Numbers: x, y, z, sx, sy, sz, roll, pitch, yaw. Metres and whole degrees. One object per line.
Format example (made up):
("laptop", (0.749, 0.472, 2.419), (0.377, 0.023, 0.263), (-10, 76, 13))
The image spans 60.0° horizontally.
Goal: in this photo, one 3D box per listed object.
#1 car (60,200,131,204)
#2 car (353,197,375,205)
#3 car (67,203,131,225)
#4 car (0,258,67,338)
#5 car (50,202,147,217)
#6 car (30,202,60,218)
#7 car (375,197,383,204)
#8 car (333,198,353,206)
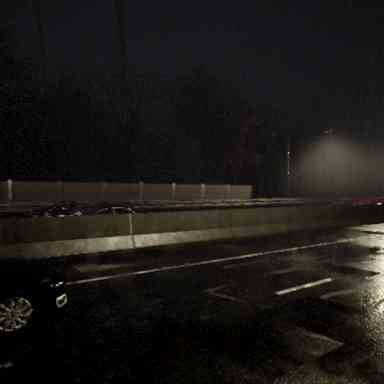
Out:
("car", (-5.706, 1.356, 21.411), (4.553, 1.767, 2.097), (0, 0, -35))
("car", (26.031, 1.514, 48.274), (5.008, 1.535, 1.882), (0, 0, -35))
("car", (-6.936, 1.568, 24.831), (4.181, 1.385, 1.994), (0, 0, -35))
("car", (-4.466, 1.505, 4.983), (4.892, 1.490, 1.837), (0, 0, -35))
("car", (-4.684, 1.509, 17.842), (4.892, 1.490, 1.837), (0, 0, -35))
("car", (-10.284, 1.508, 26.745), (4.892, 1.490, 1.837), (0, 0, -35))
("car", (27.424, 1.584, 44.967), (5.357, 1.411, 2.033), (0, 0, -35))
("car", (23.364, 1.599, 50.671), (4.181, 1.385, 1.994), (0, 0, -35))
